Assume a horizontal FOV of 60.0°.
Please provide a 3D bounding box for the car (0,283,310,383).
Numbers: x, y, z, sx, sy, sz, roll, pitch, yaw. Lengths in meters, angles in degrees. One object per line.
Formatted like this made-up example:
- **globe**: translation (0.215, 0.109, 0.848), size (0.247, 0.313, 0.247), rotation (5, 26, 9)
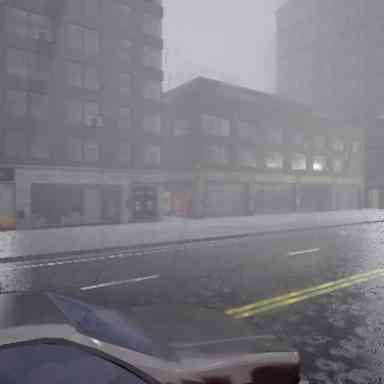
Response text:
- **car**: translation (-1.490, 1.547, 2.376), size (5.357, 1.411, 2.033), rotation (0, 0, -35)

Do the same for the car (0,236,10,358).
- **car**: translation (-5.122, 1.490, 4.024), size (4.902, 1.511, 2.128), rotation (0, 0, -35)
